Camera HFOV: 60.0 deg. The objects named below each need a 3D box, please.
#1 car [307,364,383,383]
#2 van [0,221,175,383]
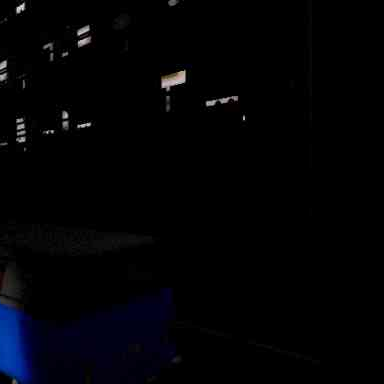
[{"bbox_3d":[2.503,1.541,1.096,4.507,1.381,1.887,0,0,35],"label":"car"},{"bbox_3d":[-2.106,1.339,4.384,3.998,1.788,1.690,0,0,36],"label":"van"}]
